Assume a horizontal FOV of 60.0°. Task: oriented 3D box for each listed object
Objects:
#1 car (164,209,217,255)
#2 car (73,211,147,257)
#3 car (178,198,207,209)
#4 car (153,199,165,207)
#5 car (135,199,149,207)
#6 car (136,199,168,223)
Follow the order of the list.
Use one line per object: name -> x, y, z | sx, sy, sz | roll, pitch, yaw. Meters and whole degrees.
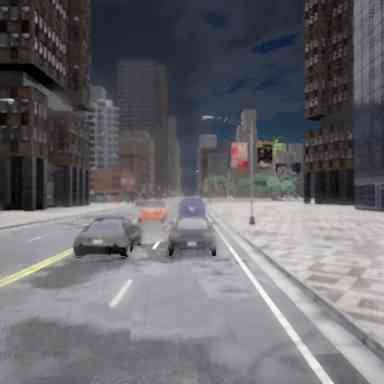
car -> 0.031, 1.663, 13.900 | 1.812, 1.442, 4.674 | 0, 0, 0
car -> -3.225, 1.698, 13.498 | 1.994, 1.385, 4.181 | 0, 0, 1
car -> 0.030, 1.491, 27.570 | 2.150, 2.045, 5.566 | 0, 0, 0
car -> -6.460, 2.124, 64.773 | 1.837, 1.490, 4.892 | 0, 0, 0
car -> -9.707, 2.123, 64.698 | 1.837, 1.490, 4.892 | 0, 0, 0
car -> -3.210, 1.626, 28.430 | 2.097, 1.767, 4.553 | 0, -1, 0
